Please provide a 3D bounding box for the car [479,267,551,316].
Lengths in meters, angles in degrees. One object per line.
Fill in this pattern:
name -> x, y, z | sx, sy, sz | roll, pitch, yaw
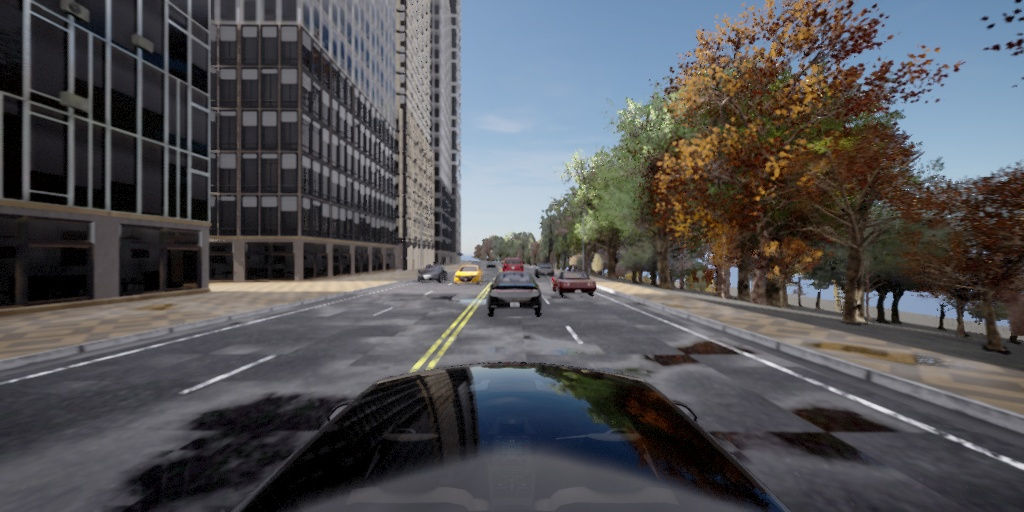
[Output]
car -> 0.095, 1.343, 13.840 | 2.128, 1.511, 4.902 | 0, 0, 0

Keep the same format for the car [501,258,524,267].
car -> 0.097, 1.254, 37.111 | 2.150, 2.045, 5.566 | 0, 0, 0

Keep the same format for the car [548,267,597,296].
car -> 3.356, 1.504, 20.358 | 1.895, 1.301, 4.718 | 0, 0, 0

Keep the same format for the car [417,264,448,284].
car -> -6.593, 1.471, 30.237 | 2.128, 1.511, 4.902 | 0, 0, 0

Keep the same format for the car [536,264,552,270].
car -> 3.341, 1.528, 37.719 | 2.128, 1.511, 4.902 | 0, 0, 0

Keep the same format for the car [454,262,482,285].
car -> -3.343, 1.443, 28.368 | 1.882, 1.535, 5.008 | 0, 0, 0
